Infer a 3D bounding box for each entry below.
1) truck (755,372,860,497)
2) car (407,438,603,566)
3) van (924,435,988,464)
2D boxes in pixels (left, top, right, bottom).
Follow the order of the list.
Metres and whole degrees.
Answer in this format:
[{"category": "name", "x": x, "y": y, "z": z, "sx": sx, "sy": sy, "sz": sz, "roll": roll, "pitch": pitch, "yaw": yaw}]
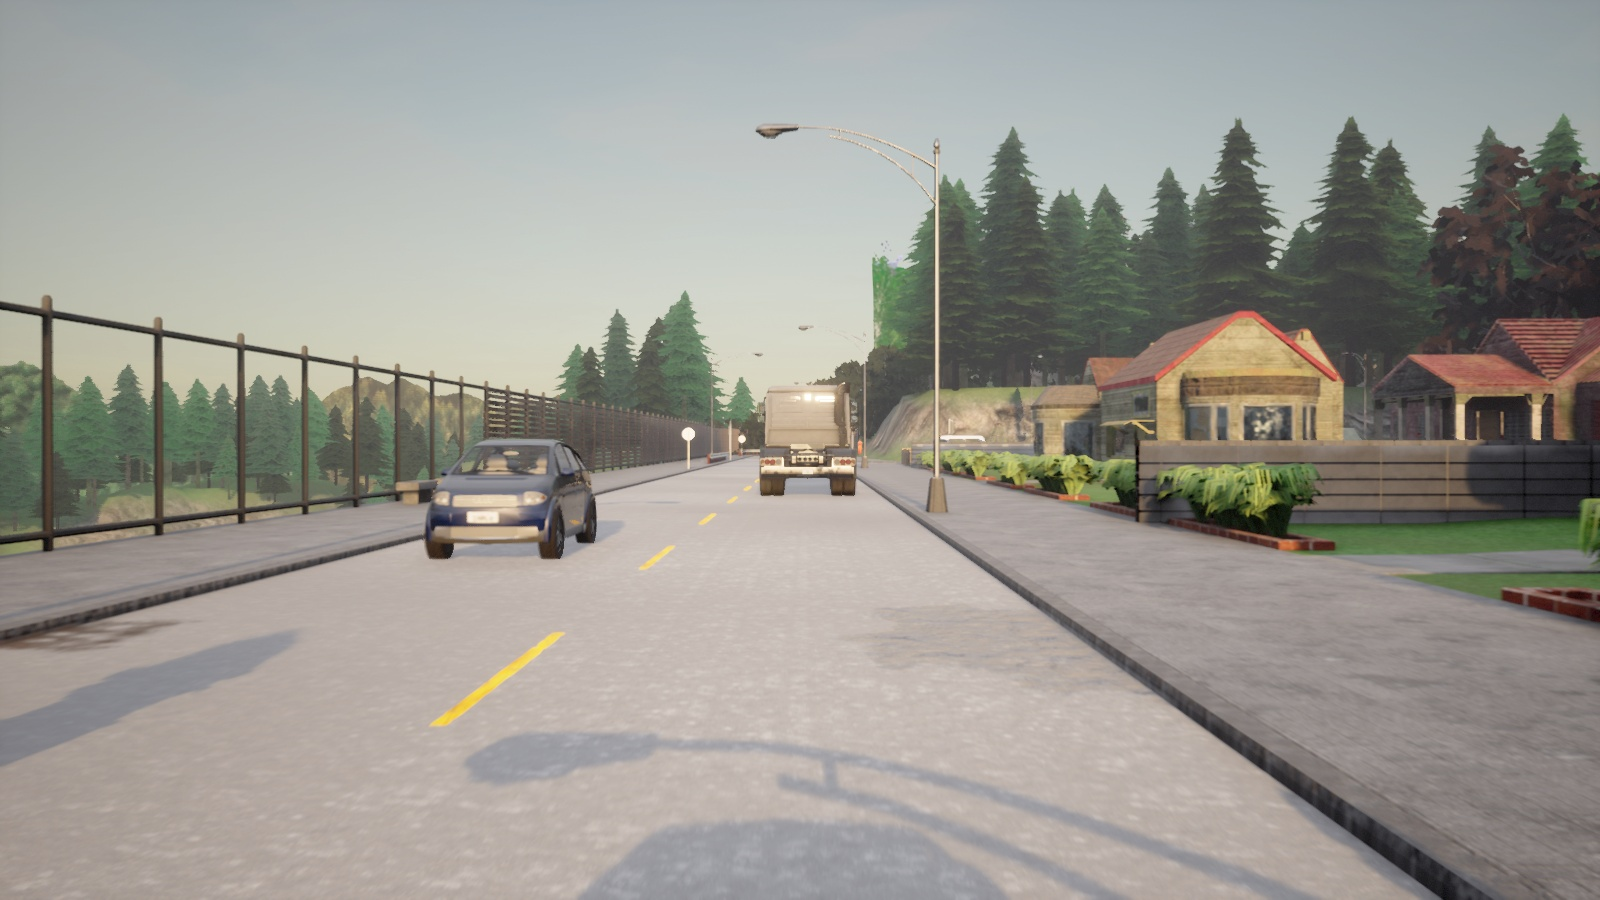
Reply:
[{"category": "truck", "x": 0.236, "y": -0.453, "z": 38.637, "sx": 2.891, "sy": 3.462, "sz": 7.936, "roll": 0, "pitch": 0, "yaw": 0}, {"category": "car", "x": -3.887, "y": 0.625, "z": 17.155, "sx": 1.789, "sy": 1.549, "sz": 3.705, "roll": 0, "pitch": 0, "yaw": 0}, {"category": "van", "x": 11.432, "y": -0.041, "z": 92.249, "sx": 4.480, "sy": 2.038, "sz": 2.069, "roll": 0, "pitch": 0, "yaw": 0}]
